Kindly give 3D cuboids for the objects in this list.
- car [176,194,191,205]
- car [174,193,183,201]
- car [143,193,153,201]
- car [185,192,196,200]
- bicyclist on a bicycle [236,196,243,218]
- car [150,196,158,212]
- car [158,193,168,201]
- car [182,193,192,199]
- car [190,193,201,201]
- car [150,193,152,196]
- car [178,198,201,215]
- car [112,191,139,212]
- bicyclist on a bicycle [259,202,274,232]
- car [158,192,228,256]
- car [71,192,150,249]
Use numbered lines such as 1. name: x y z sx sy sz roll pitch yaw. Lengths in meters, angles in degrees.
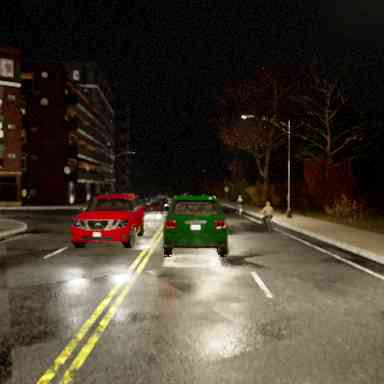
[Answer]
1. car: -1.398 1.154 53.512 2.128 1.511 4.902 0 0 -4
2. car: -2.961 1.034 72.205 1.837 1.490 4.892 0 0 -6
3. car: -9.396 1.030 71.211 1.837 1.490 4.892 0 0 -5
4. car: -0.316 0.848 78.580 2.097 1.767 4.553 0 0 -6
5. bicyclist on a bicycle: 3.886 1.212 27.207 0.659 1.776 1.843 0 1 -1
6. car: -3.786 1.357 32.620 1.994 1.385 4.181 0 0 -2
7. car: -5.778 1.042 67.154 1.882 1.535 5.008 0 0 -4
8. car: -1.422 0.960 88.687 2.033 1.411 5.357 0 0 -7
9. car: 0.639 1.043 68.490 1.882 1.535 5.008 0 0 -5
10. car: -8.454 1.087 59.823 1.882 1.535 5.008 0 0 -4
11. car: -0.309 1.350 32.158 2.033 1.411 5.357 0 0 -2
12. car: -7.177 0.983 36.461 2.150 2.045 5.566 0 0 -2
13. bicyclist on a bicycle: 4.110 1.335 18.077 0.866 1.612 1.509 0 0 -1
14. car: 0.094 1.145 12.832 2.150 2.045 5.566 0 1 0
15. car: -3.368 1.126 14.452 2.150 2.045 5.566 0 0 -1
